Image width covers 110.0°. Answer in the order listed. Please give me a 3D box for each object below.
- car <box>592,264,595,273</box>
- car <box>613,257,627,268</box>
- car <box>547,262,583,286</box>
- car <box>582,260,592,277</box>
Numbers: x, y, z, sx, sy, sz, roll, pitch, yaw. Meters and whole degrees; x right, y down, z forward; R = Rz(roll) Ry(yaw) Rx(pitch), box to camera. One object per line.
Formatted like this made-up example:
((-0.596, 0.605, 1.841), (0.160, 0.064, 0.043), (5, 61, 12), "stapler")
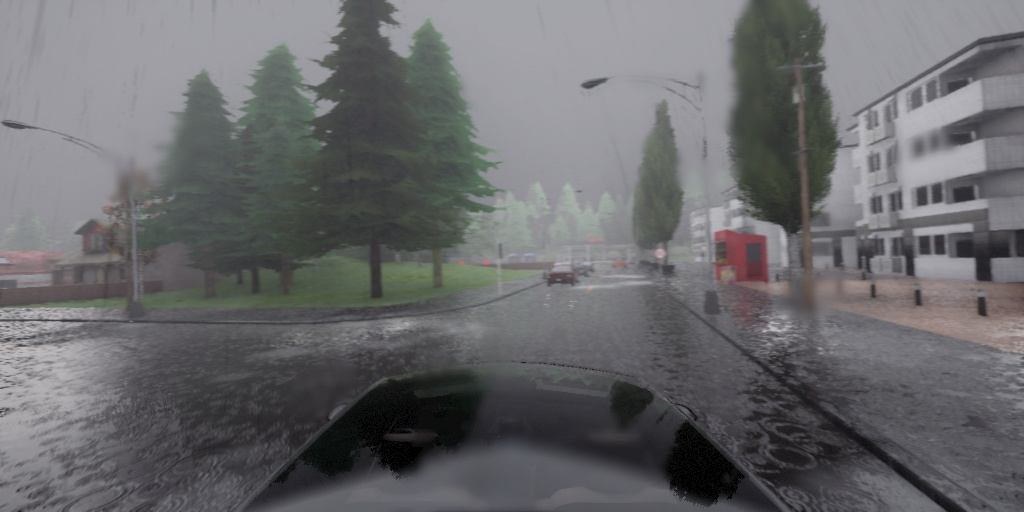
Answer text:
((9.585, 1.395, 46.180), (1.812, 1.442, 4.674), (-3, -1, 17), "car")
((17.974, 1.033, 59.938), (2.097, 1.767, 4.553), (-3, -1, 16), "car")
((3.891, 1.359, 26.958), (1.882, 1.535, 5.008), (-3, -1, 16), "car")
((6.698, 1.440, 36.473), (1.994, 1.385, 4.181), (-3, -1, 16), "car")
